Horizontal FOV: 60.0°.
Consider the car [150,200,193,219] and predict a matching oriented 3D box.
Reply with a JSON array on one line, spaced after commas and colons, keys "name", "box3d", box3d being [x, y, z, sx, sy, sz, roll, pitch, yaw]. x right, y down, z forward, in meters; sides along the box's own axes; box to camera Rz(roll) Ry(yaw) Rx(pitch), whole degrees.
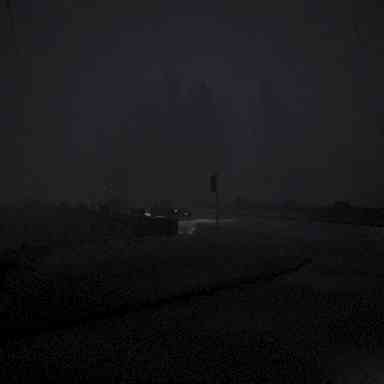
[{"name": "car", "box3d": [-1.809, 1.394, 27.441, 1.812, 1.442, 4.674, -1, 0, -36]}]

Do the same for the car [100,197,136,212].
[{"name": "car", "box3d": [-7.637, 1.360, 35.594, 2.128, 1.511, 4.902, -1, 0, -35]}]

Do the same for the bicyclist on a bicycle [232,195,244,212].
[{"name": "bicyclist on a bicycle", "box3d": [4.566, 1.140, 32.930, 1.656, 1.620, 0.582, -1, 1, -35]}]

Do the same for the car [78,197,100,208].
[{"name": "car", "box3d": [-13.570, 1.346, 43.959, 1.882, 1.535, 5.008, -1, 0, -35]}]

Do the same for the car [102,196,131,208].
[{"name": "car", "box3d": [-10.712, 1.378, 46.990, 2.033, 1.411, 5.357, -1, 0, -35]}]
